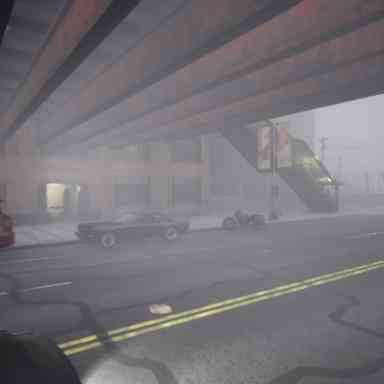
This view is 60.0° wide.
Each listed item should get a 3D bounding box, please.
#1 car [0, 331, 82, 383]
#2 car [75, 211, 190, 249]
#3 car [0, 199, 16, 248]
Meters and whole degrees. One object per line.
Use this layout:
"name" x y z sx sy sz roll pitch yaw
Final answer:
"car" -2.698 1.575 1.815 4.181 1.385 1.994 -1 0 -35
"car" -2.519 1.533 14.486 4.718 1.301 1.895 -1 0 -36
"car" -8.511 1.236 10.144 5.566 2.045 2.435 -1 0 -36
